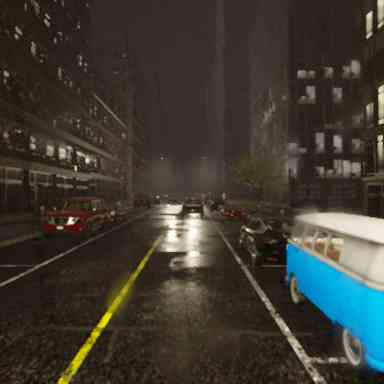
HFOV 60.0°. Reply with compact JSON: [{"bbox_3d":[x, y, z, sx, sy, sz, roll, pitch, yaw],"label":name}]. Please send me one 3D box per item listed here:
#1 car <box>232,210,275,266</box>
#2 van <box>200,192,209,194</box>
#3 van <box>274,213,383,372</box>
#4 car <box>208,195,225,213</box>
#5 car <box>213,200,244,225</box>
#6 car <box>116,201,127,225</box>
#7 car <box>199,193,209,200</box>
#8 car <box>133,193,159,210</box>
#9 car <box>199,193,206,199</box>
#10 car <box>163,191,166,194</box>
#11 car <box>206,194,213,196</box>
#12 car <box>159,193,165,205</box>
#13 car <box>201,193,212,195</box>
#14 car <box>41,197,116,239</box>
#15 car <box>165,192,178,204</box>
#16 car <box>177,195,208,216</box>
[{"bbox_3d":[2.680,1.496,11.005,1.947,1.339,4.313,1,0,0],"label":"car"},{"bbox_3d":[2.671,0.964,56.585,1.690,1.788,3.998,1,0,0],"label":"van"},{"bbox_3d":[2.718,1.308,5.306,1.690,1.788,3.998,1,0,0],"label":"van"},{"bbox_3d":[2.668,1.346,33.796,1.947,1.339,4.313,1,0,0],"label":"car"},{"bbox_3d":[2.669,1.439,22.400,1.802,1.307,4.206,1,0,0],"label":"car"},{"bbox_3d":[-5.675,1.296,22.523,1.967,1.590,4.097,1,0,0],"label":"car"},{"bbox_3d":[2.668,0.944,73.679,1.967,1.590,4.097,1,0,0],"label":"car"},{"bbox_3d":[-5.674,1.055,39.616,2.192,1.841,5.009,1,0,0],"label":"car"},{"bbox_3d":[2.665,0.948,85.245,1.752,1.417,4.829,1,0,0],"label":"car"},{"bbox_3d":[-5.677,0.817,73.803,2.192,1.841,5.009,1,0,0],"label":"car"},{"bbox_3d":[2.668,1.307,39.494,1.947,1.339,4.313,1,0,0],"label":"car"},{"bbox_3d":[-5.680,1.227,51.014,1.947,1.339,4.313,1,0,0],"label":"car"},{"bbox_3d":[2.667,1.207,50.889,1.887,1.381,4.507,1,0,0],"label":"car"},{"bbox_3d":[-5.672,1.208,16.823,2.192,1.841,5.009,1,0,0],"label":"car"},{"bbox_3d":[-3.070,1.138,55.101,1.837,1.490,4.892,0,0,0],"label":"car"},{"bbox_3d":[0.072,1.301,29.547,2.128,1.511,4.902,0,0,0],"label":"car"}]
